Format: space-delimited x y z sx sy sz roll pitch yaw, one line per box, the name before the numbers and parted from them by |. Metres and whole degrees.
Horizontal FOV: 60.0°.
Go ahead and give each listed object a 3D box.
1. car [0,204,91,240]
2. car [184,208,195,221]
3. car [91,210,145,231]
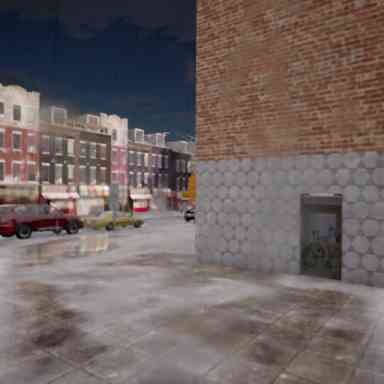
car | -8.763 1.625 19.148 2.192 1.841 5.009 -1 -2 36
car | 0.951 2.181 32.646 1.947 1.339 4.313 -1 -2 36
car | -5.426 1.940 23.783 1.752 1.417 4.829 -1 -2 36
